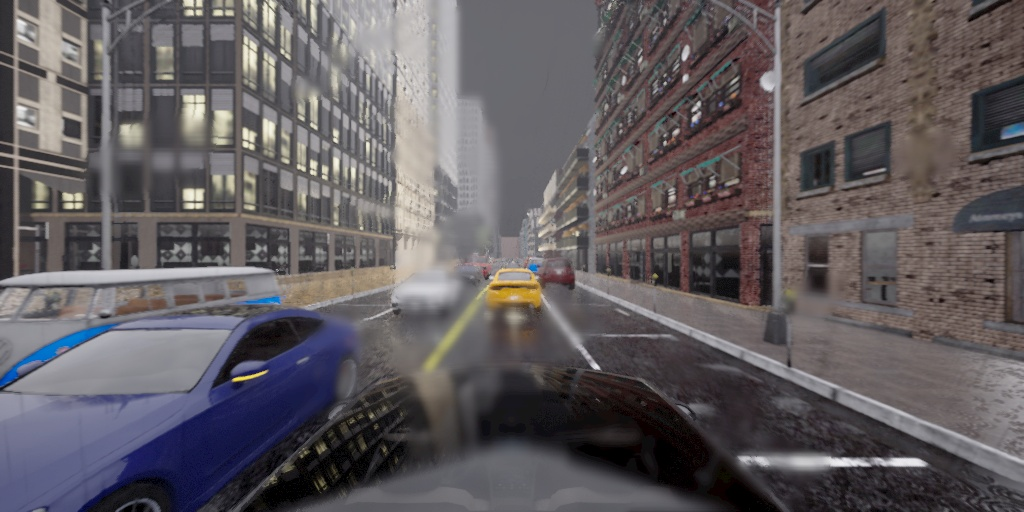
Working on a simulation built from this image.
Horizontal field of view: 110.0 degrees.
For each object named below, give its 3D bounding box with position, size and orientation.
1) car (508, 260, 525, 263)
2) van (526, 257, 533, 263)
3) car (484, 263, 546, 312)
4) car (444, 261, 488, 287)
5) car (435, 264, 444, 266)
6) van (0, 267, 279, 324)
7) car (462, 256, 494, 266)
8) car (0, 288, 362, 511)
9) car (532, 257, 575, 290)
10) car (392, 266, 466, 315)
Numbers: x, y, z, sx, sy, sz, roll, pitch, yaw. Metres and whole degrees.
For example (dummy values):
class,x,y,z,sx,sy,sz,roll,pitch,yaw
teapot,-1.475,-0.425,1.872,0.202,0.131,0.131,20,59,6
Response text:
class,x,y,z,sx,sy,sz,roll,pitch,yaw
car,0.058,1.329,39.280,1.994,1.385,4.181,0,0,0
van,2.705,1.107,39.214,1.690,1.789,3.998,0,0,0
car,0.104,1.232,14.309,1.882,1.535,5.008,0,0,0
car,-3.056,1.304,24.848,2.033,1.411,5.357,0,0,0
car,-5.680,1.282,27.946,1.751,1.417,4.829,0,0,0
van,-5.690,1.090,5.912,1.690,1.789,3.998,0,0,0
car,-2.988,0.976,30.934,2.150,2.045,5.566,0,0,0
car,-3.077,1.275,3.520,1.812,1.442,4.674,0,0,0
car,2.698,1.073,22.562,2.192,1.841,5.009,0,0,0
car,-3.084,1.278,13.813,1.812,1.442,4.674,0,0,0
